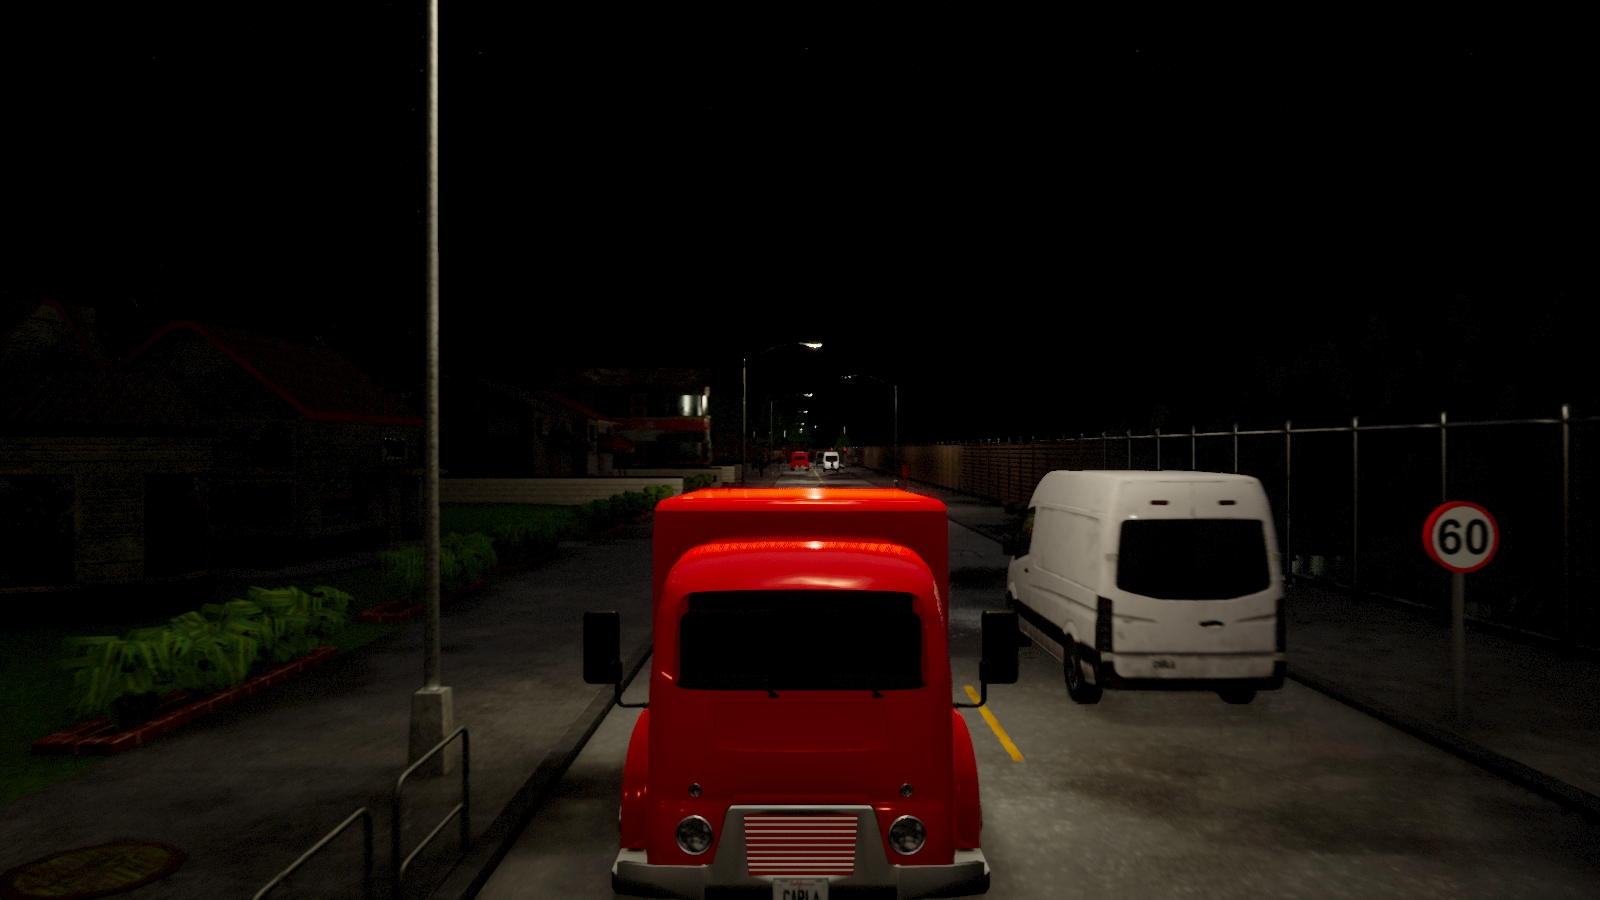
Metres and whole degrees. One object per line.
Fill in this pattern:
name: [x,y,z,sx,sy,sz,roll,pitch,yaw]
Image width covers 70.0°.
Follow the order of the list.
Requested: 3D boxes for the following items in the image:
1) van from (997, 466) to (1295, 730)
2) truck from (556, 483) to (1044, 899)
van: [3.999,1.537,14.486,1.988,2.561,5.915,0,0,0]
truck: [0.002,1.568,8.751,2.627,2.467,5.204,0,0,0]
